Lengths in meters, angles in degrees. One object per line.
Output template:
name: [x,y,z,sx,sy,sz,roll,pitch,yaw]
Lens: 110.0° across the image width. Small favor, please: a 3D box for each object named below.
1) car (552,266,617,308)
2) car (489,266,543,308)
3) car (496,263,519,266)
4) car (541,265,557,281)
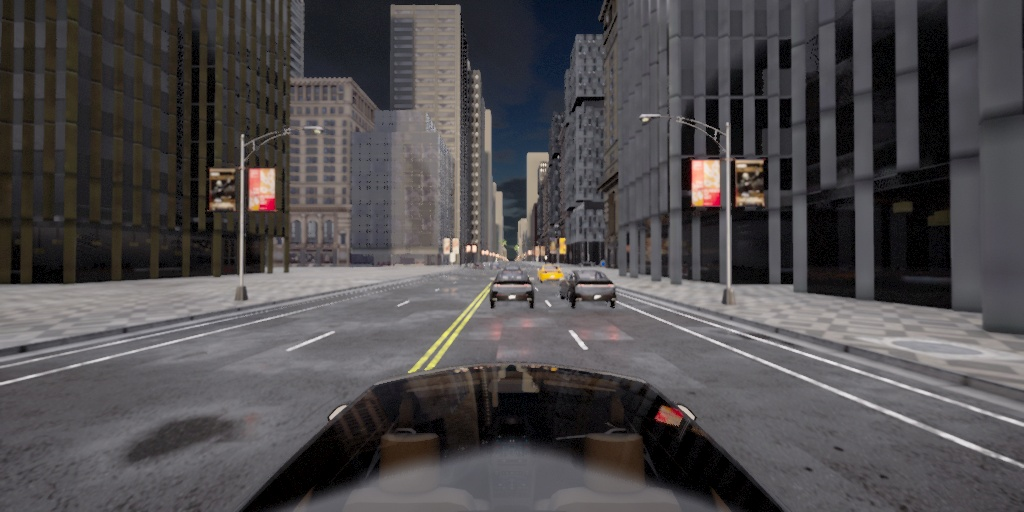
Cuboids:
car: [3.261,1.377,16.098,2.128,1.511,4.902,0,0,0]
car: [0.011,1.377,16.102,2.128,1.511,4.902,0,0,0]
car: [0.021,1.518,31.093,2.128,1.511,4.902,0,0,0]
car: [3.272,1.505,31.281,1.882,1.535,5.008,0,0,0]
